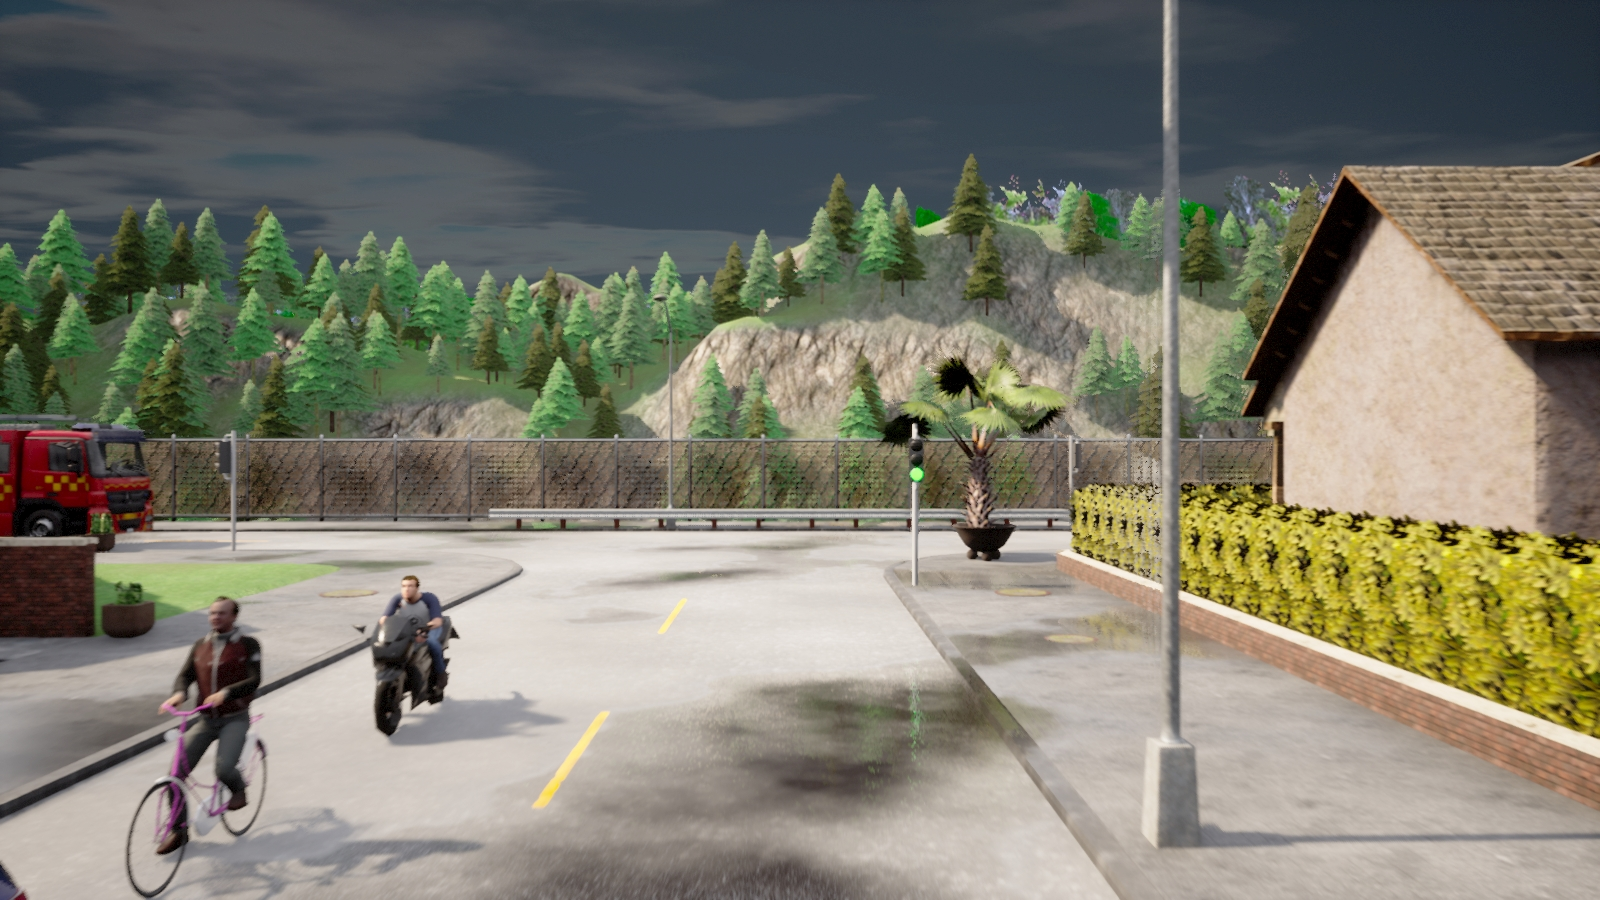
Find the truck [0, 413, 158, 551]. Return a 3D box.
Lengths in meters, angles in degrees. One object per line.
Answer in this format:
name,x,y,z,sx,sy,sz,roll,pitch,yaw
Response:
truck,-23.670,0.890,33.123,8.468,3.827,2.891,0,0,-1

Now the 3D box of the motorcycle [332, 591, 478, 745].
motorcycle,-4.023,2.186,11.823,0.803,1.199,2.033,0,0,0

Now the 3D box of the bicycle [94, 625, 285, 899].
bicycle,-4.056,2.060,7.731,0.329,1.471,1.835,0,0,-1

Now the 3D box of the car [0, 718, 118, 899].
car,-3.980,1.967,2.514,2.242,1.667,4.611,0,0,-1
